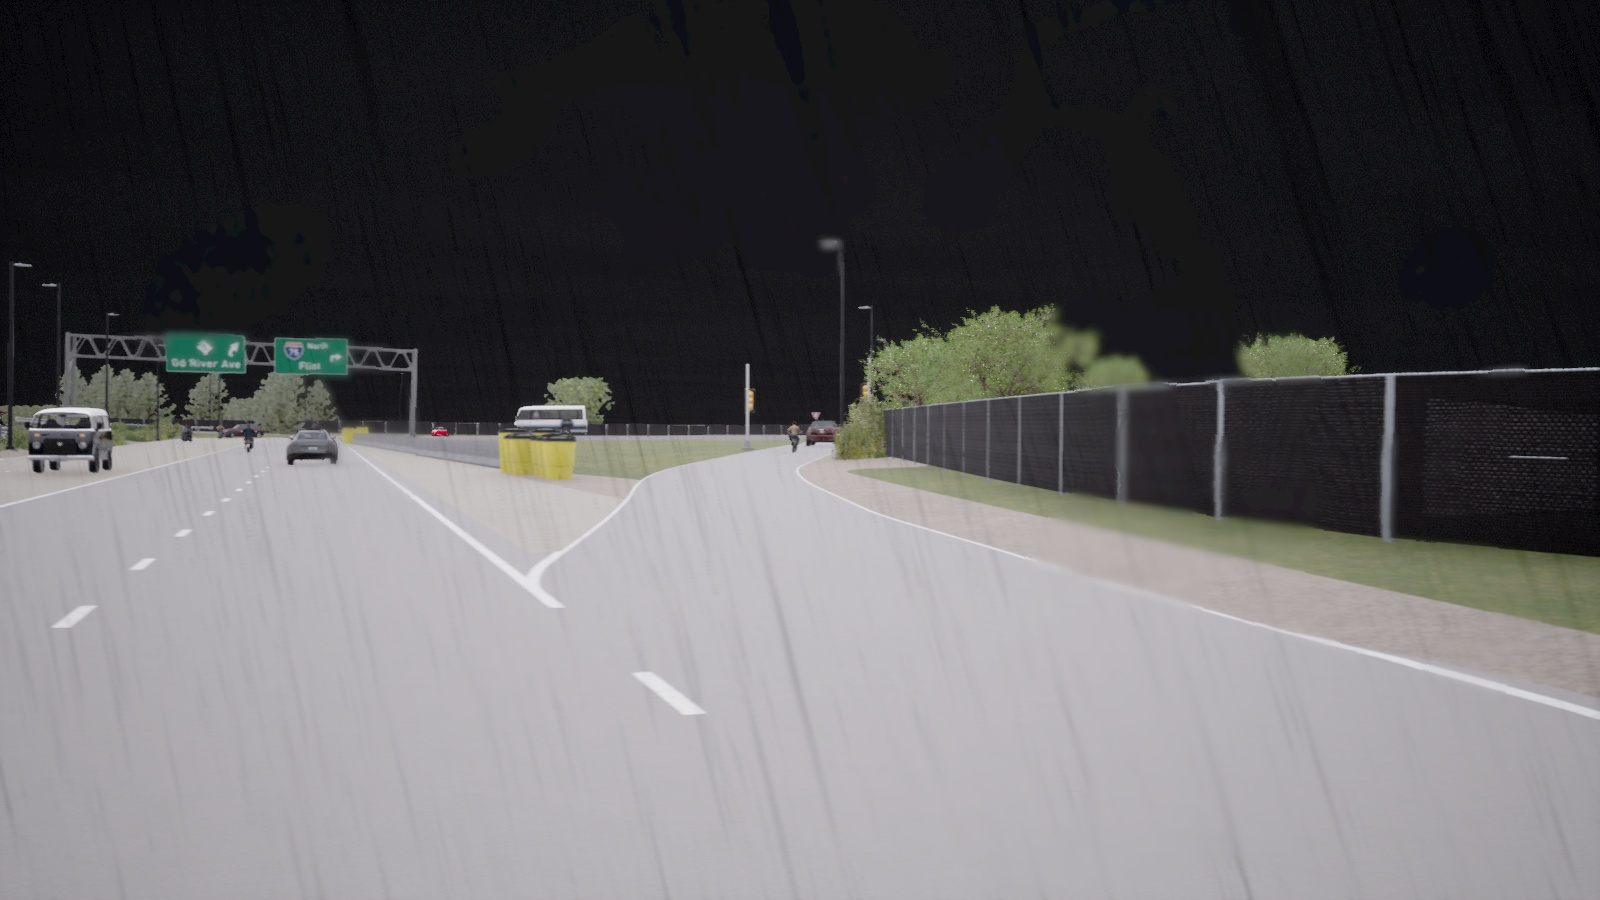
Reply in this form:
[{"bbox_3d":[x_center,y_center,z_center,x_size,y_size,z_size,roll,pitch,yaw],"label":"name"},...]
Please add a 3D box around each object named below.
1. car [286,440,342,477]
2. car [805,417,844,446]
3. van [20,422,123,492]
[{"bbox_3d":[-19.679,0.301,50.909,1.994,1.385,4.181,-1,1,-21],"label":"car"},{"bbox_3d":[1.626,-1.194,81.478,2.097,1.767,4.553,-1,1,6],"label":"car"},{"bbox_3d":[-22.841,0.170,39.534,2.069,2.038,4.480,-1,1,-21],"label":"van"}]
